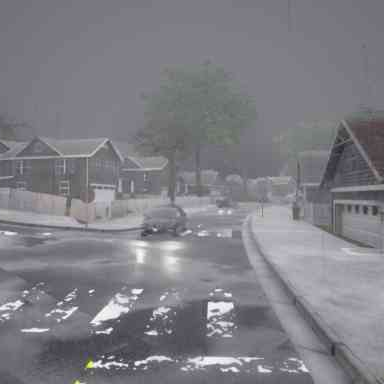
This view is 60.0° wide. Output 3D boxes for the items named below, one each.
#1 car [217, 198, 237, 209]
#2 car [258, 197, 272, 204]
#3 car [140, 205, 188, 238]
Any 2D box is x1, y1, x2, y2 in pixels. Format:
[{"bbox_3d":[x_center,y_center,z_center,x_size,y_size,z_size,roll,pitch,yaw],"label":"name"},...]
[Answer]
[{"bbox_3d":[4.714,1.517,44.080,1.994,1.385,4.181,0,0,18],"label":"car"},{"bbox_3d":[14.887,1.676,67.565,2.033,1.411,5.357,0,-1,27],"label":"car"},{"bbox_3d":[-1.384,1.500,17.808,1.837,1.490,4.892,0,0,8],"label":"car"}]
